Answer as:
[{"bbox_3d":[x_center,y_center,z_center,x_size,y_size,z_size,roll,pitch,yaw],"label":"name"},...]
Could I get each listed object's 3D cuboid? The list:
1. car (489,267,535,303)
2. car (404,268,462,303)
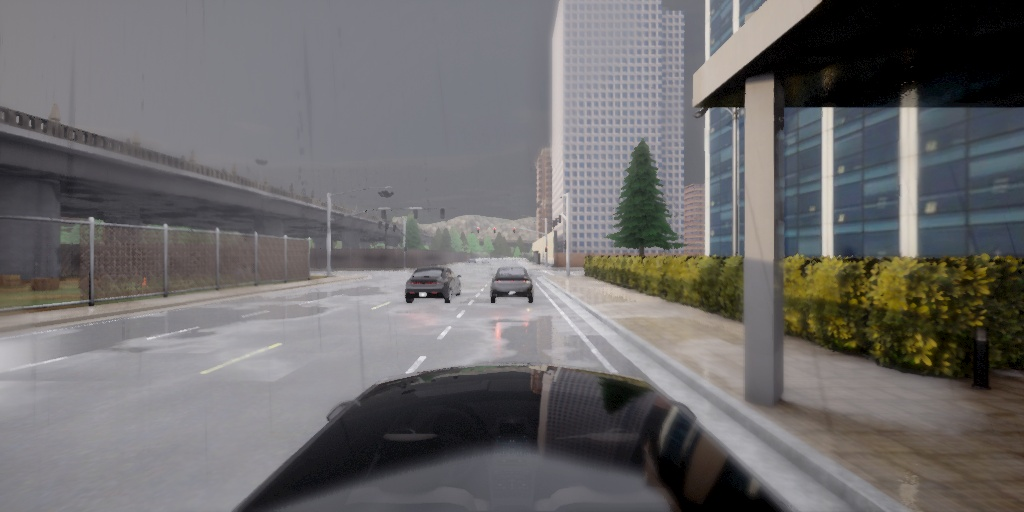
[{"bbox_3d":[0.000,1.243,16.500,2.128,1.511,4.902,0,0,0],"label":"car"},{"bbox_3d":[-3.500,1.264,16.500,1.837,1.490,4.892,0,0,0],"label":"car"}]
